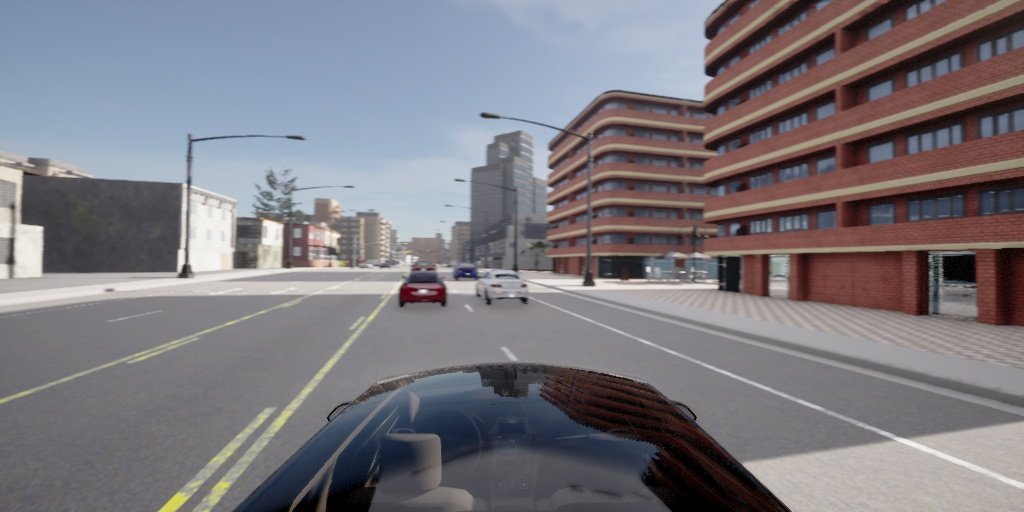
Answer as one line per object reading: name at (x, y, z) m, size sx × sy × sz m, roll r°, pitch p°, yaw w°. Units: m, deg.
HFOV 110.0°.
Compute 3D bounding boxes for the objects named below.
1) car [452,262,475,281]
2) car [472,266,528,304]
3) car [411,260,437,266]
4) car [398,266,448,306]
car at (-4.140, 1.287, 31.464) m, size 1.882 × 1.535 × 5.008 m, roll 1°, pitch 0°, yaw -14°
car at (-0.541, 1.359, 16.800) m, size 1.812 × 1.442 × 4.674 m, roll 1°, pitch 0°, yaw -14°
car at (-7.447, 1.106, 30.250) m, size 2.097 × 1.767 × 4.553 m, roll 1°, pitch 0°, yaw -14°
car at (-3.923, 1.344, 15.889) m, size 1.994 × 1.385 × 4.181 m, roll 1°, pitch 0°, yaw -14°
